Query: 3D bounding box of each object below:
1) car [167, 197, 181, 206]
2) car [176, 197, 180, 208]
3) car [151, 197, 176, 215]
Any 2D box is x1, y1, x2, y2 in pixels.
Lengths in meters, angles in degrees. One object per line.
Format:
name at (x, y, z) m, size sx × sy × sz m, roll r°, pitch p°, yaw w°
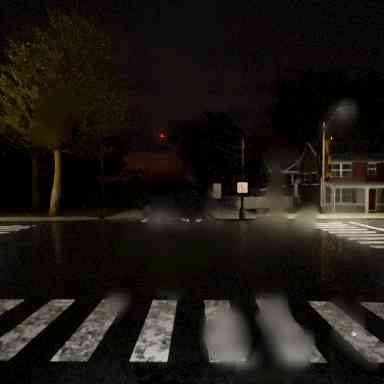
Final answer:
car at (-2.907, 1.492, 54.763) m, size 2.033 × 1.411 × 5.357 m, roll 0°, pitch 0°, yaw 0°
car at (-2.948, 1.467, 44.134) m, size 1.837 × 1.490 × 4.892 m, roll 0°, pitch 0°, yaw 0°
car at (-2.984, 1.452, 33.832) m, size 1.882 × 1.535 × 5.008 m, roll 0°, pitch 0°, yaw 0°
